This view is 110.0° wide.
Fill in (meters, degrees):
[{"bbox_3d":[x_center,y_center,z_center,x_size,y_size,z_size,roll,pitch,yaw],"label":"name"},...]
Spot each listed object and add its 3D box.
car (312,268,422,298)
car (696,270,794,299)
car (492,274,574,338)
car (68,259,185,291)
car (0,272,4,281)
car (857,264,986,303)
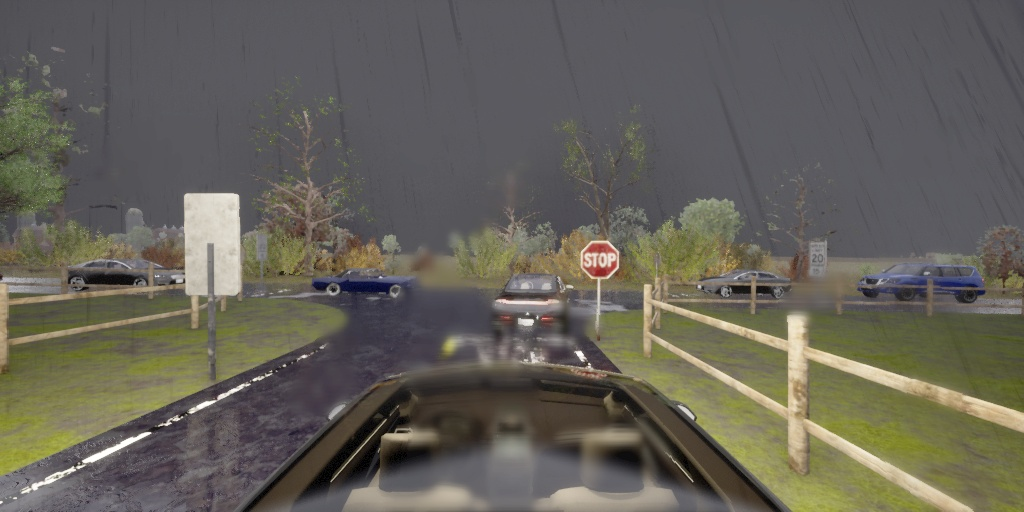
[{"bbox_3d":[-6.813,1.248,17.272,4.718,1.301,1.895,1,1,0],"label":"car"},{"bbox_3d":[13.015,1.525,20.186,4.902,1.511,2.128,1,1,0],"label":"car"},{"bbox_3d":[0.711,1.240,10.235,2.128,1.511,4.902,0,0,9],"label":"car"},{"bbox_3d":[-18.481,0.885,17.296,4.902,1.511,2.128,1,1,0],"label":"car"},{"bbox_3d":[-27.784,0.717,17.309,4.674,1.442,1.812,1,1,0],"label":"car"},{"bbox_3d":[22.911,1.467,20.169,5.566,2.045,2.150,1,1,0],"label":"car"}]
